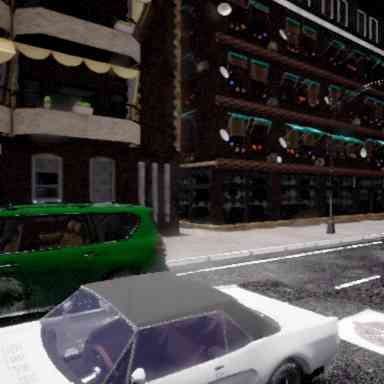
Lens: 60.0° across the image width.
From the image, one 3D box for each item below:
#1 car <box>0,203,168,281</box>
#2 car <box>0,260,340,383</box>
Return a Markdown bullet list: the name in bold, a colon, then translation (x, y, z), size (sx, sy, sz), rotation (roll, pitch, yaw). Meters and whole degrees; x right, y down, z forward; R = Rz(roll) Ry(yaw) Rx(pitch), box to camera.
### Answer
- **car**: translation (-3.027, 1.228, 5.519), size (5.566, 2.045, 2.150), rotation (1, 0, -36)
- **car**: translation (-0.715, 1.613, 3.177), size (4.718, 1.301, 1.895), rotation (1, 0, -36)
